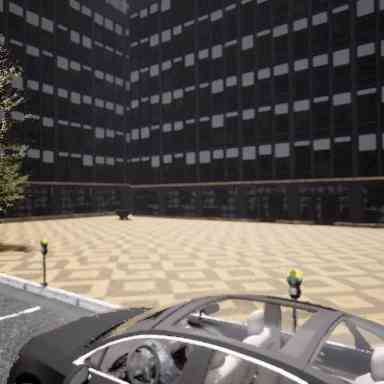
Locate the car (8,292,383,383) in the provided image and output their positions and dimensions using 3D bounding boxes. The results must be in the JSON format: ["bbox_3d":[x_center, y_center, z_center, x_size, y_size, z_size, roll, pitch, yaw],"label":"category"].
[{"bbox_3d":[0.212,1.562,2.690,4.403,1.369,2.008,-1,-1,36],"label":"car"}]
